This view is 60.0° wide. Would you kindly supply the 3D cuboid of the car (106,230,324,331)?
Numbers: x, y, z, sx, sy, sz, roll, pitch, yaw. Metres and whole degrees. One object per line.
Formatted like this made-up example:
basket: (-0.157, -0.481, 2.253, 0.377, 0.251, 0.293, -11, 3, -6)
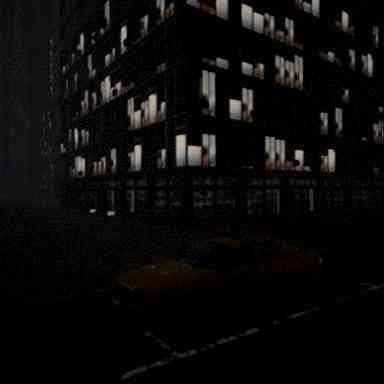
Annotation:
car: (0.734, 1.502, 6.811, 4.829, 1.417, 1.752, 0, 0, -35)
